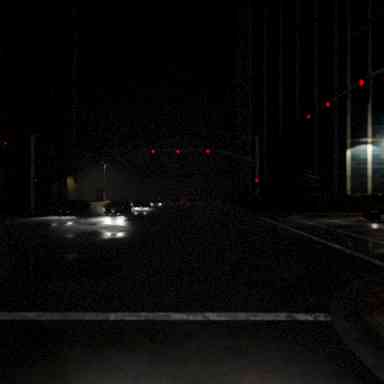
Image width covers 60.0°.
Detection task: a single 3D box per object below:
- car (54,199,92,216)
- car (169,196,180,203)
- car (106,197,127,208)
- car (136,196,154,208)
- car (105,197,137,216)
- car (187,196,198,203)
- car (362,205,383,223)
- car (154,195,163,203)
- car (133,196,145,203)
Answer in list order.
[{"bbox_3d":[-11.347,1.471,32.078,1.837,1.490,4.892,0,0,10],"label":"car"},{"bbox_3d":[-3.428,1.529,66.260,1.895,1.301,4.718,0,0,0],"label":"car"},{"bbox_3d":[-10.533,1.475,46.682,1.812,1.442,4.674,0,0,0],"label":"car"},{"bbox_3d":[-7.033,1.513,46.970,1.994,1.385,4.181,0,0,0],"label":"car"},{"bbox_3d":[-7.058,1.457,32.244,2.128,1.511,4.902,0,0,0],"label":"car"},{"bbox_3d":[0.071,1.454,65.687,1.812,1.442,4.674,0,0,0],"label":"car"},{"bbox_3d":[15.510,1.450,25.027,5.008,1.535,1.882,0,0,-1],"label":"car"},{"bbox_3d":[-6.929,1.293,65.847,2.097,1.767,4.553,0,0,0],"label":"car"},{"bbox_3d":[-10.430,1.462,65.733,1.812,1.442,4.674,0,0,0],"label":"car"}]
